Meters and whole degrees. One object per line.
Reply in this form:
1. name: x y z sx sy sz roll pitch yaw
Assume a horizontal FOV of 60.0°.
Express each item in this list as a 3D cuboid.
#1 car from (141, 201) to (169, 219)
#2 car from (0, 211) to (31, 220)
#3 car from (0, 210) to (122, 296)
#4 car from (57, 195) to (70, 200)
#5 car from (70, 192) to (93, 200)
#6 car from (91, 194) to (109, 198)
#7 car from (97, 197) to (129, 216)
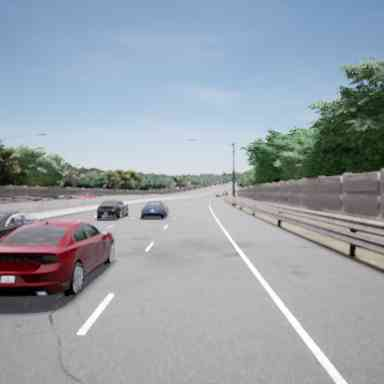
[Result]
1. car: -3.125 1.485 28.694 1.994 1.385 4.181 0 0 1
2. car: -6.859 1.456 12.437 2.128 1.511 4.902 0 0 0
3. car: -3.385 1.454 8.617 1.882 1.535 5.008 0 0 0
4. car: -23.124 1.382 61.278 1.837 1.490 4.892 0 0 3
5. car: -19.654 1.108 60.780 2.150 2.045 5.566 0 0 3
6. car: -16.129 1.439 61.141 2.033 1.411 5.357 0 0 3
7. car: -6.635 1.425 28.253 1.837 1.490 4.892 0 0 1
